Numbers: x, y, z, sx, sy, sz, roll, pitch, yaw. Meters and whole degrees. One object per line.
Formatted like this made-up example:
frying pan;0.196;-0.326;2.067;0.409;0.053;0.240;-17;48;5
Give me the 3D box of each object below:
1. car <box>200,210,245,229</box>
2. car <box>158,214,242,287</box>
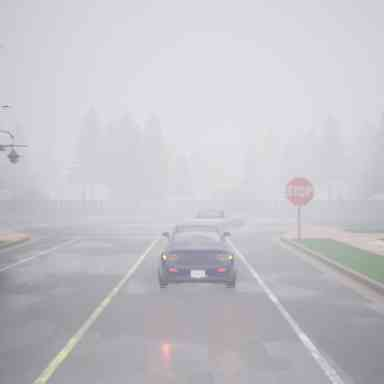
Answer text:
car;1.562;1.723;19.802;1.895;1.301;4.718;0;0;27
car;0.126;1.566;9.282;1.812;1.442;4.674;0;0;0
